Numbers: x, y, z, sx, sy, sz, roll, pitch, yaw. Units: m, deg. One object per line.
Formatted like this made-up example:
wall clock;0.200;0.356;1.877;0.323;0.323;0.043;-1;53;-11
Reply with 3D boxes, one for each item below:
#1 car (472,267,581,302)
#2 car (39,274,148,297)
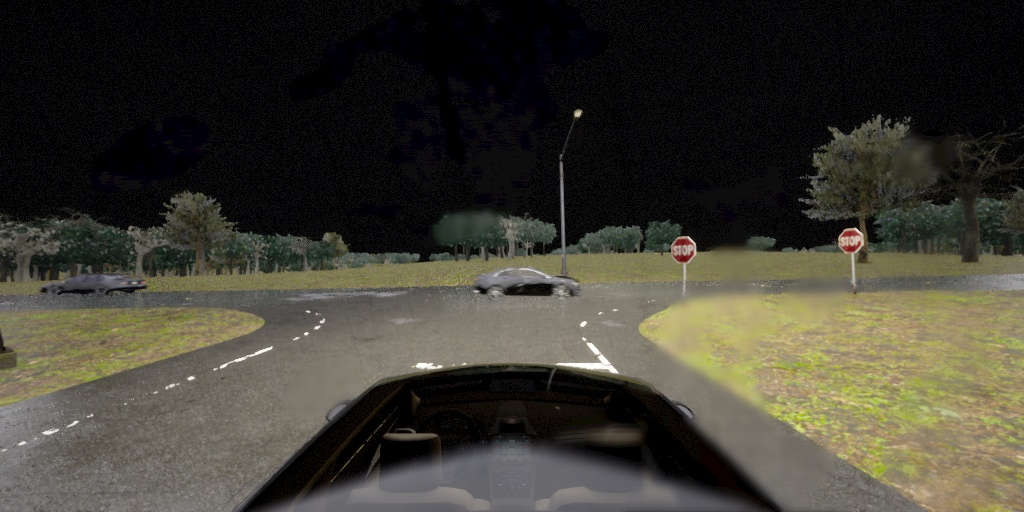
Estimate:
car;0.652;1.244;16.442;4.902;1.511;2.128;0;-1;-1
car;-27.104;1.866;23.370;5.357;1.411;2.033;-1;-2;0
